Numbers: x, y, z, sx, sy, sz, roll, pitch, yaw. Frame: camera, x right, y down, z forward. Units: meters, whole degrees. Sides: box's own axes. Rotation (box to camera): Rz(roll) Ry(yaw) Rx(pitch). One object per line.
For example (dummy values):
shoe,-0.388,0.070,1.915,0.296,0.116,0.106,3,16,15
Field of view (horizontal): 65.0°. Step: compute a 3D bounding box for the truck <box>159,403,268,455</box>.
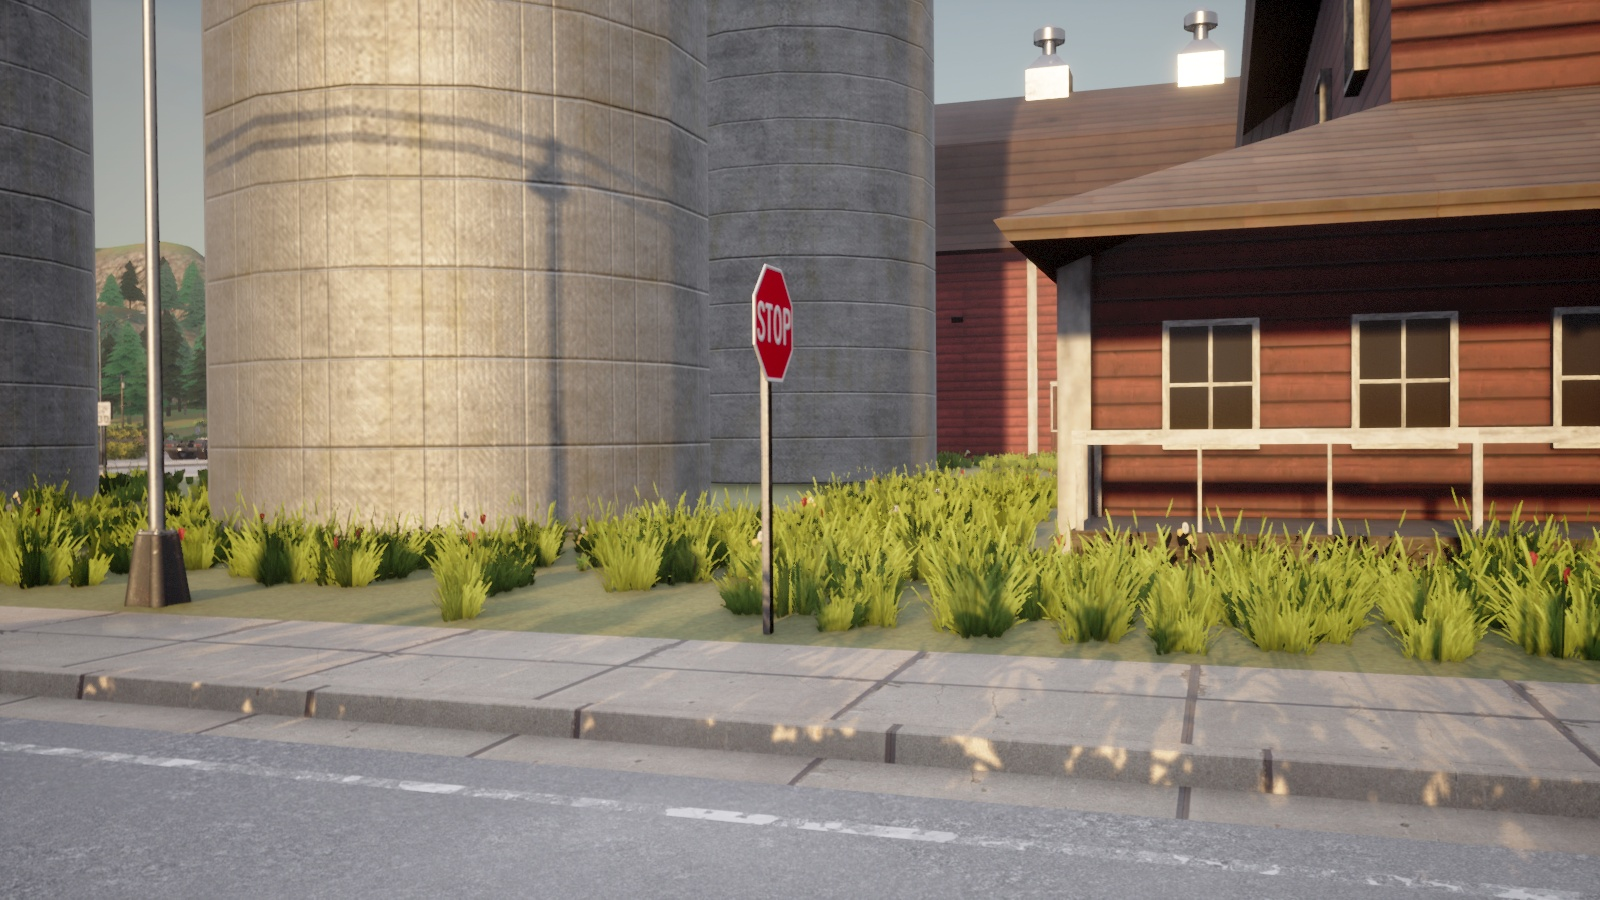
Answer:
truck,-40.772,-1.439,87.667,2.891,3.462,7.936,0,1,9
